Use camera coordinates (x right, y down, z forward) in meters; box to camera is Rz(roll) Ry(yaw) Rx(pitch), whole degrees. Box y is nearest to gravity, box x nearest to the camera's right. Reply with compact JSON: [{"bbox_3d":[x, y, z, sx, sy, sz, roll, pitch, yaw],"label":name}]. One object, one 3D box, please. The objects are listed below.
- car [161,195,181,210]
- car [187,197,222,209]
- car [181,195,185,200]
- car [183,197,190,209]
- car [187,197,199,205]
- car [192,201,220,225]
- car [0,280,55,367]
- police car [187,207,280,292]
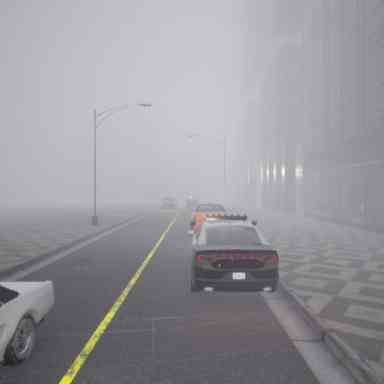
[{"bbox_3d":[-3.001,1.412,44.544,2.097,1.767,4.553,0,0,0],"label":"car"},{"bbox_3d":[0.938,1.361,18.906,2.097,1.767,4.553,0,0,0],"label":"car"},{"bbox_3d":[-2.793,1.722,94.190,2.128,1.511,4.902,0,0,0],"label":"car"},{"bbox_3d":[0.113,1.667,46.539,1.895,1.301,4.718,0,0,1],"label":"car"},{"bbox_3d":[0.131,1.601,60.397,2.128,1.511,4.902,0,0,0],"label":"car"},{"bbox_3d":[0.953,1.496,24.936,1.882,1.535,5.008,0,0,0],"label":"car"},{"bbox_3d":[-3.095,1.601,3.013,1.895,1.301,4.718,0,0,0],"label":"car"},{"bbox_3d":[0.917,1.427,9.045,1.930,1.638,5.238,0,0,0],"label":"police car"}]
